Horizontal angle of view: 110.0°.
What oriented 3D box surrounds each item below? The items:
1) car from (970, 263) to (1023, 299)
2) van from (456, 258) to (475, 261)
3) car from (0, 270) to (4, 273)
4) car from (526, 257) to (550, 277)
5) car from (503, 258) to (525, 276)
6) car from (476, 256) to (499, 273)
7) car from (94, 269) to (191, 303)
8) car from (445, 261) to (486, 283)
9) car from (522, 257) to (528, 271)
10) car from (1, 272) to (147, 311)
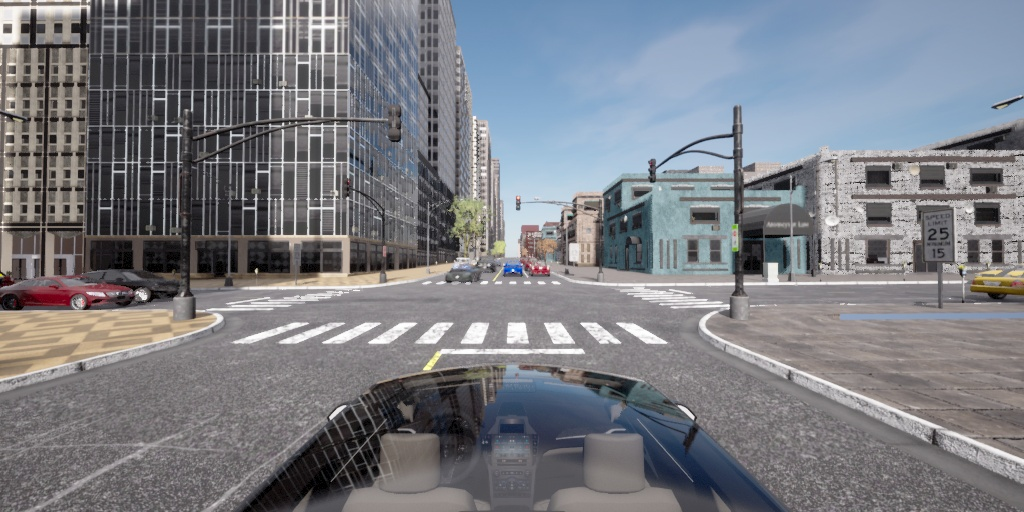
[{"bbox_3d":[20.694,0.994,13.691,4.829,1.417,1.751,0,0,1],"label":"car"},{"bbox_3d":[-5.677,1.096,41.540,1.690,1.789,3.998,0,0,0],"label":"van"},{"bbox_3d":[-23.098,1.325,14.125,4.097,1.591,1.967,0,0,1],"label":"car"},{"bbox_3d":[2.702,1.194,35.902,1.967,1.591,4.097,0,0,0],"label":"car"},{"bbox_3d":[0.112,1.232,37.449,1.882,1.535,5.008,0,0,0],"label":"car"},{"bbox_3d":[-3.085,0.978,43.489,2.150,2.045,5.566,0,0,0],"label":"car"},{"bbox_3d":[-17.883,1.359,16.681,5.008,1.535,1.882,0,-1,0],"label":"car"},{"bbox_3d":[-3.622,1.318,27.452,1.994,1.385,4.181,0,0,8],"label":"car"},{"bbox_3d":[2.706,1.070,47.250,2.192,1.841,5.009,0,0,0],"label":"car"},{"bbox_3d":[-17.415,1.413,14.069,4.207,1.307,1.802,0,0,1],"label":"car"}]
